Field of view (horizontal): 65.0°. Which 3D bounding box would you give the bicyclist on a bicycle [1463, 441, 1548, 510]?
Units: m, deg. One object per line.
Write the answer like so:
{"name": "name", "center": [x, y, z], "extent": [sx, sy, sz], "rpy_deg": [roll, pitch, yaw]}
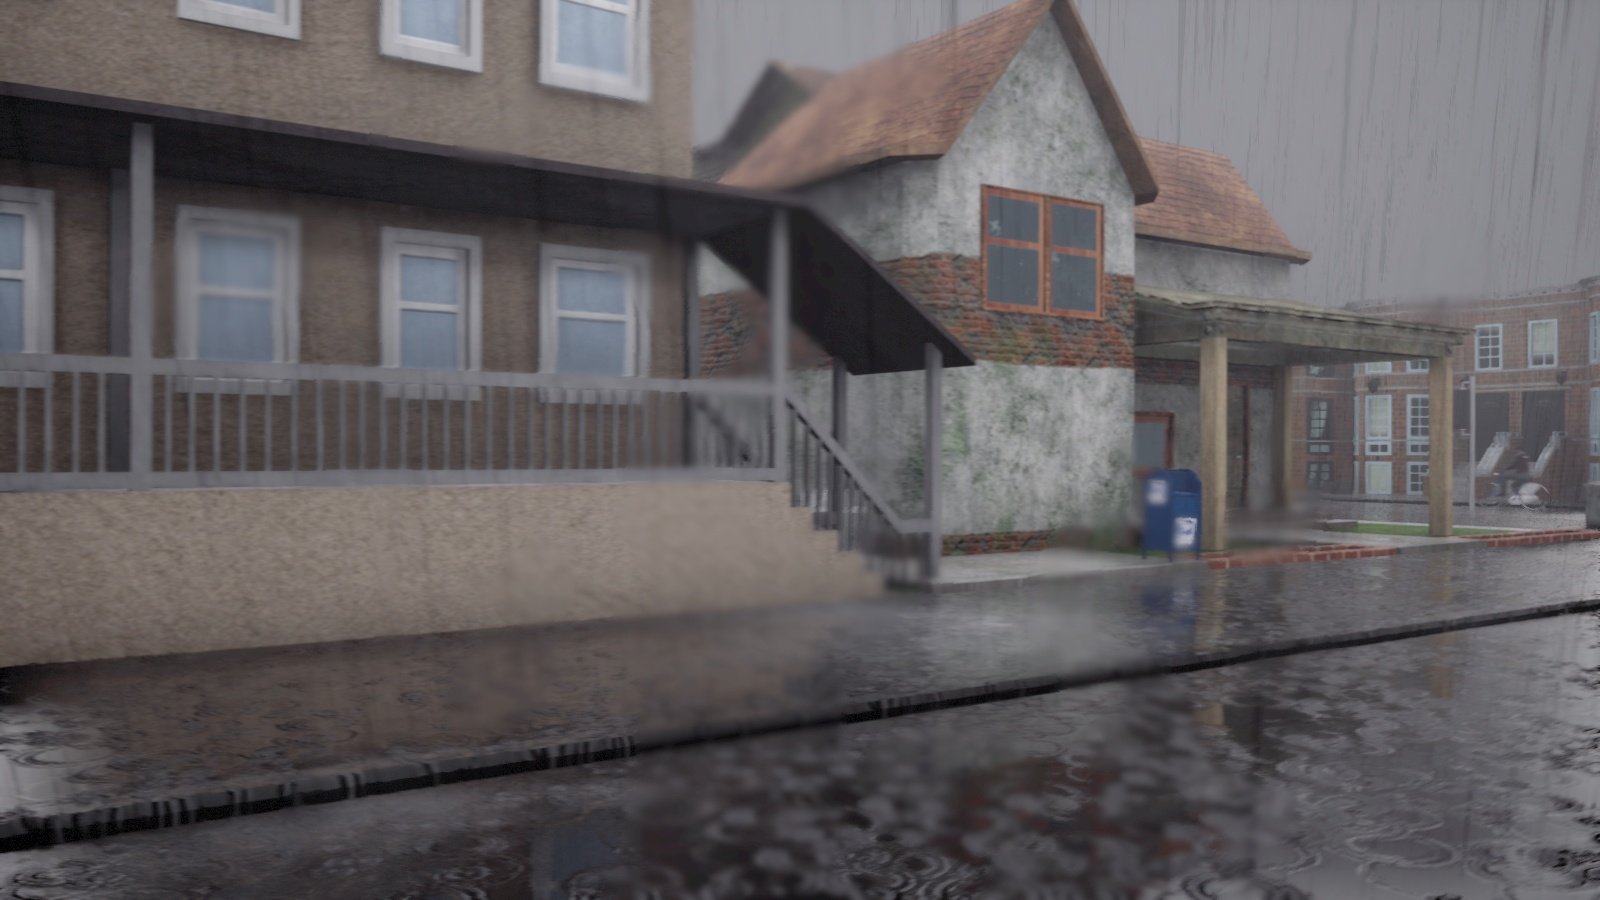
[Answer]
{"name": "bicyclist on a bicycle", "center": [18.706, 0.658, 33.335], "extent": [0.659, 1.776, 1.843], "rpy_deg": [0, 0, -35]}
